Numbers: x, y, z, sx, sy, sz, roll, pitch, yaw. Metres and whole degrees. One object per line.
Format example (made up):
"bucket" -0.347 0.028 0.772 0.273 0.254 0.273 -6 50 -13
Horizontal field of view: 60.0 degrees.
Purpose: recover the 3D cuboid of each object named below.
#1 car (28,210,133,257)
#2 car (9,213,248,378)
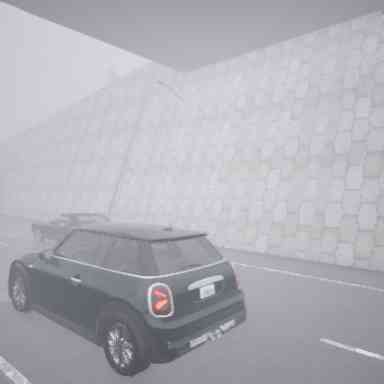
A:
"car" -4.632 1.498 13.388 4.718 1.301 1.895 1 0 42
"car" -1.381 1.313 5.817 4.553 1.767 2.097 1 0 42
